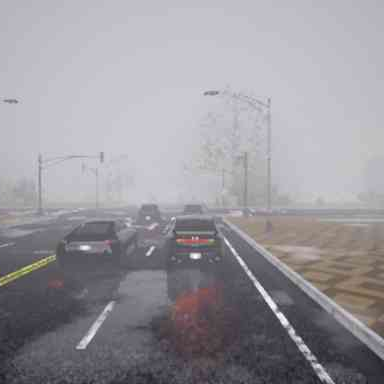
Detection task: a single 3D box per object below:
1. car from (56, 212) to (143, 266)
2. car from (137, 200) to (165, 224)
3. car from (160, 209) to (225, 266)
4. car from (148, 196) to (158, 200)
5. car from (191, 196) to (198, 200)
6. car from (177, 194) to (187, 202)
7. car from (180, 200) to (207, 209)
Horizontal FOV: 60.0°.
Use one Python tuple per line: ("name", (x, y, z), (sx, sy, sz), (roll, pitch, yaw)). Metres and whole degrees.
("car", (-3.152, 1.628, 11.814), (1.994, 1.385, 4.181), (0, 0, 0))
("car", (-3.287, 1.644, 26.507), (1.837, 1.490, 4.892), (0, 0, -2))
("car", (0.098, 1.568, 11.783), (1.837, 1.490, 4.892), (0, 0, 0))
("car", (-9.327, 1.737, 79.855), (2.097, 1.767, 4.553), (0, 0, 1))
("car", (0.574, 1.937, 88.673), (1.812, 1.442, 4.674), (0, 0, 1))
("car", (-2.682, 1.637, 88.376), (2.150, 2.045, 5.566), (0, 0, 1))
("car", (0.095, 1.643, 26.206), (1.837, 1.490, 4.892), (0, 0, 0))
